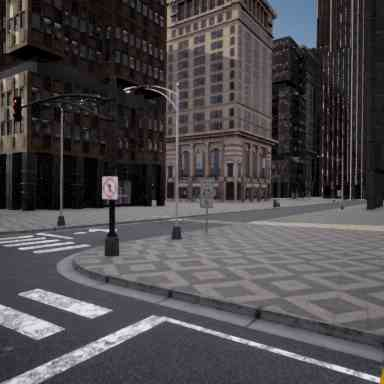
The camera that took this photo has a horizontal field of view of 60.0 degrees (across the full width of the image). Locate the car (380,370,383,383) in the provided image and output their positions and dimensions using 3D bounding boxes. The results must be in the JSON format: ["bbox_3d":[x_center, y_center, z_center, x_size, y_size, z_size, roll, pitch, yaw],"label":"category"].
[{"bbox_3d":[3.507,1.478,1.192,5.008,1.535,1.882,0,0,35],"label":"car"}]
